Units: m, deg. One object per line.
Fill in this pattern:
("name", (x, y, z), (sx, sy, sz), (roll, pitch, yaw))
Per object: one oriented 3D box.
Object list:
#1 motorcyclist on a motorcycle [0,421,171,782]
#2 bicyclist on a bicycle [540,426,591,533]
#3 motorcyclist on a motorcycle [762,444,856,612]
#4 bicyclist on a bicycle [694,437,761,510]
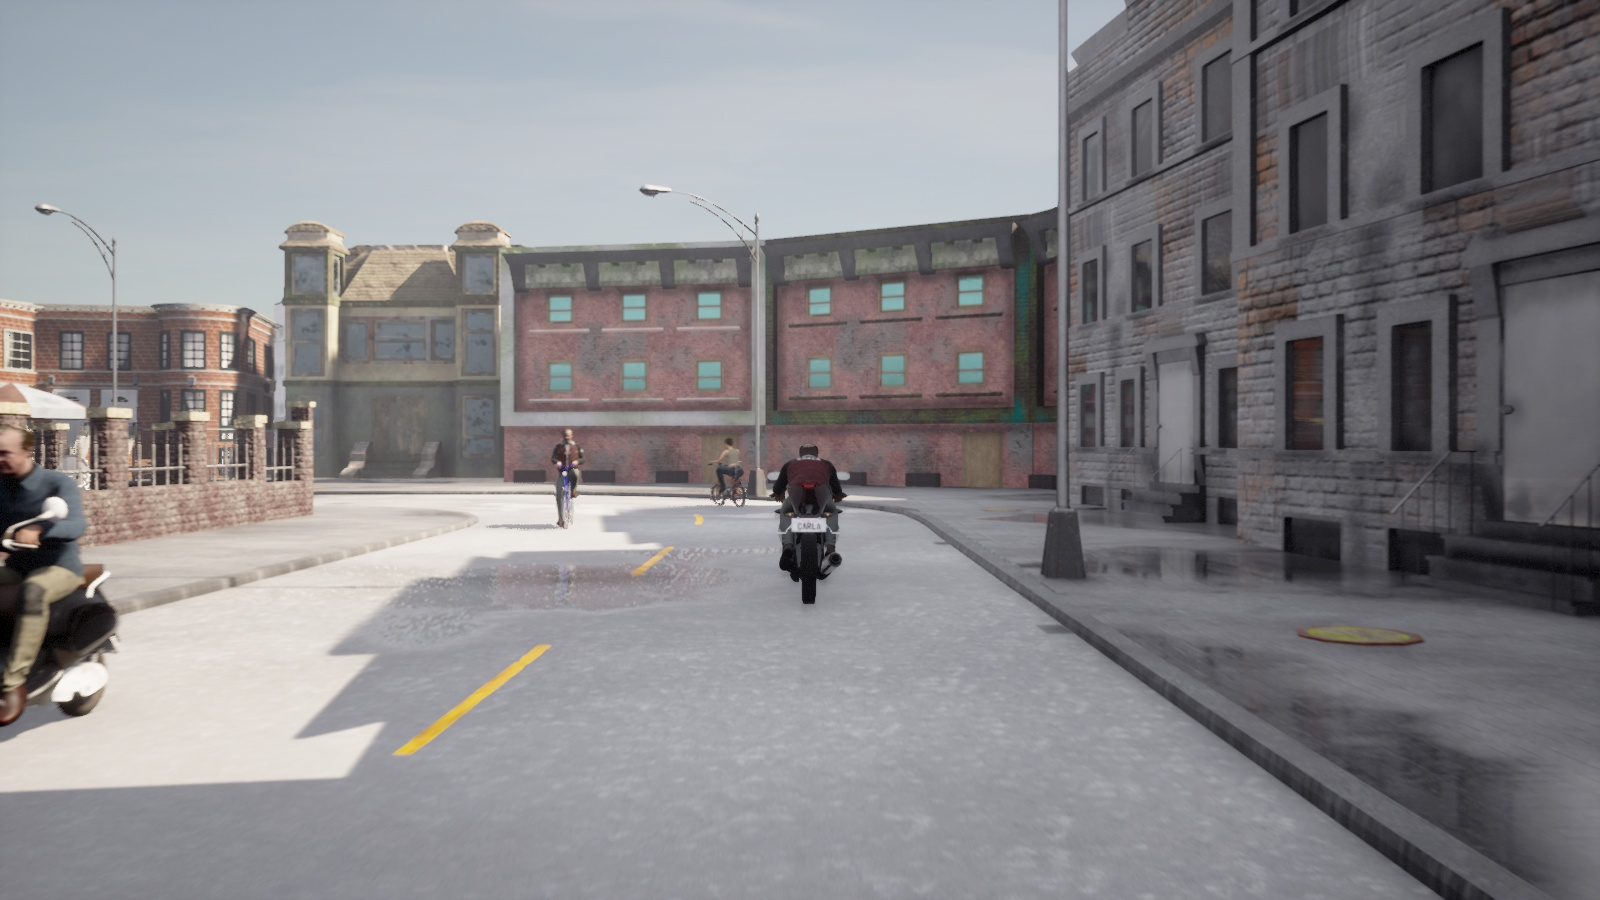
("motorcyclist on a motorcycle", (-3.951, 0.662, 6.106), (0.866, 1.590, 1.817), (0, 0, 0))
("bicyclist on a bicycle", (-4.066, 0.491, 21.844), (0.659, 1.776, 1.843), (-1, 0, -5))
("motorcyclist on a motorcycle", (0.087, 0.710, 12.610), (0.866, 1.530, 2.191), (0, 0, 0))
("bicyclist on a bicycle", (-1.697, 0.519, 29.179), (0.866, 1.612, 1.509), (-3, 2, -34))
